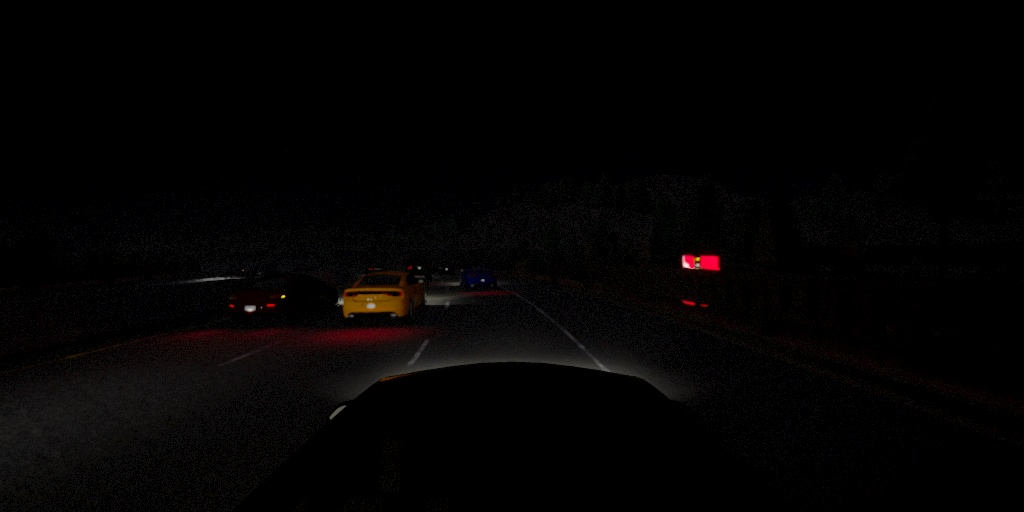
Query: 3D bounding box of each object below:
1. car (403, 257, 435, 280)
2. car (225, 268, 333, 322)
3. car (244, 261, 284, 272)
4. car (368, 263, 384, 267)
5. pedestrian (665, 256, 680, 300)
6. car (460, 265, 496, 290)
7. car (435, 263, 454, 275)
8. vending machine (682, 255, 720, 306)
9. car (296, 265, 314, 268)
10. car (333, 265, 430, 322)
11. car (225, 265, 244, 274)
[{"bbox_3d":[-8.368,1.090,31.857,2.150,2.045,5.566,0,0,-17],"label":"car"},{"bbox_3d":[-7.750,1.332,12.535,1.812,1.442,4.674,0,0,-7],"label":"car"},{"bbox_3d":[-25.637,1.517,37.229,2.128,1.511,4.902,0,0,-25],"label":"car"},{"bbox_3d":[-12.639,1.396,33.473,2.128,1.511,4.902,0,0,-19],"label":"car"},{"bbox_3d":[6.795,0.881,15.040,0.375,1.860,0.375,-1,0,-7],"label":"pedestrian"},{"bbox_3d":[-2.280,1.296,23.401,1.882,1.535,5.008,0,0,-13],"label":"car"},{"bbox_3d":[-8.081,1.477,41.741,1.994,1.385,4.181,0,0,-23],"label":"car"},{"bbox_3d":[7.172,0.931,13.692,1.100,2.100,0.880,0,0,-7],"label":"vending machine"},{"bbox_3d":[-22.359,1.602,38.545,1.895,1.301,4.718,0,0,-24],"label":"car"},{"bbox_3d":[-4.249,1.266,12.571,1.882,1.535,5.008,0,0,-6],"label":"car"},{"bbox_3d":[-31.659,1.700,41.554,1.895,1.301,4.718,0,0,-29],"label":"car"}]
